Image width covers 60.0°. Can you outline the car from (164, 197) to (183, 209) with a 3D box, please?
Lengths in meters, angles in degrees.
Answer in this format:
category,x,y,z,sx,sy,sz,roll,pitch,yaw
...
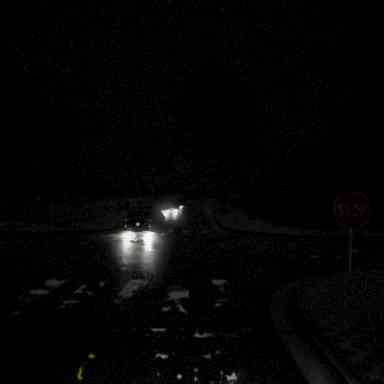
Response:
category,x,y,z,sx,sy,sz,roll,pitch,yaw
car,-2.737,1.550,45.471,2.128,1.511,4.902,0,0,0

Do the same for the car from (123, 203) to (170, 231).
category,x,y,z,sx,sy,sz,roll,pitch,yaw
car,-2.907,1.635,21.030,1.994,1.385,4.181,0,1,6
